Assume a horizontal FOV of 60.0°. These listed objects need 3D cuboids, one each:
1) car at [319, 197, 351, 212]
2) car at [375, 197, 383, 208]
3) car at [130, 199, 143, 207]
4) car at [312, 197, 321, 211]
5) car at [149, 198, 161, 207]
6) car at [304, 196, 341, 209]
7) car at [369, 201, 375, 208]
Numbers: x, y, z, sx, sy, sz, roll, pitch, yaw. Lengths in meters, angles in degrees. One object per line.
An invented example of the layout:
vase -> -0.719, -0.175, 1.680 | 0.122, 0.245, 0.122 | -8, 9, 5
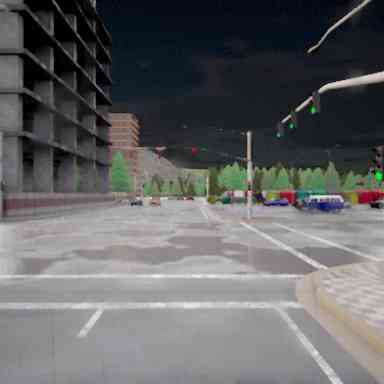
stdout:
car -> 21.574, 1.874, 49.664 | 3.806, 1.475, 1.970 | 0, 0, 0
car -> 36.688, 1.723, 60.655 | 4.605, 1.855, 1.932 | 0, 0, 0
car -> -10.700, 2.109, 64.964 | 2.033, 1.411, 5.357 | 0, 0, 1
car -> 21.602, 1.867, 52.559 | 3.905, 1.438, 1.784 | 0, 0, 0
car -> -7.211, 1.914, 65.132 | 2.097, 1.767, 4.553 | 0, -1, 1
car -> 21.576, 1.680, 55.244 | 4.605, 1.855, 1.932 | 0, 0, 0
car -> 36.780, 1.959, 63.549 | 3.905, 1.438, 1.784 | 0, 0, 0
